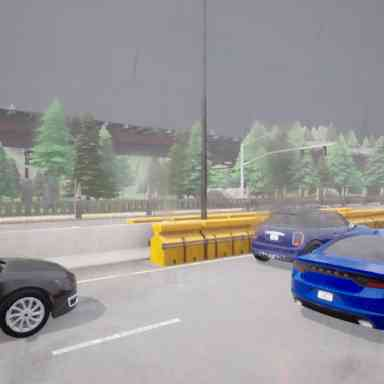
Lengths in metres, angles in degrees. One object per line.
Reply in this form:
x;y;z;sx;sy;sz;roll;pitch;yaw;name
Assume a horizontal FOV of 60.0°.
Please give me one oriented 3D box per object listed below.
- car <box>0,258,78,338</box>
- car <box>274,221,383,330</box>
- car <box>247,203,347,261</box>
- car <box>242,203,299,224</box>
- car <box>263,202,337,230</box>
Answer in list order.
-4.273;1.505;4.998;4.892;1.490;1.837;0;0;-35;car
4.108;1.478;6.681;5.008;1.535;1.882;0;0;-36;car
4.147;1.352;11.008;4.553;1.767;2.097;0;0;-36;car
6.087;1.564;25.540;4.181;1.385;1.994;0;0;-36;car
7.210;1.492;22.041;4.902;1.511;2.128;0;0;-36;car
